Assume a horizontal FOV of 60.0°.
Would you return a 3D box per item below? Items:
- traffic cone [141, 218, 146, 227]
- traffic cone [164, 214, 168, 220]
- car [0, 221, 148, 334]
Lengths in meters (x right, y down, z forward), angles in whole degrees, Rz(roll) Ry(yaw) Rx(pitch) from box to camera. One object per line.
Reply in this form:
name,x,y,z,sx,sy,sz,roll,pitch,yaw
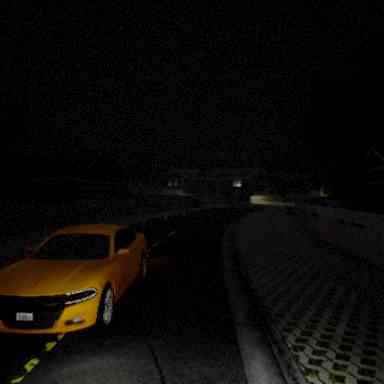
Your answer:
traffic cone,-3.075,1.933,21.120,0.340,0.580,0.340,0,0,10
traffic cone,-2.047,1.933,26.153,0.340,0.580,0.340,0,0,13
car,-2.223,1.466,7.154,1.882,1.535,5.008,0,0,3
